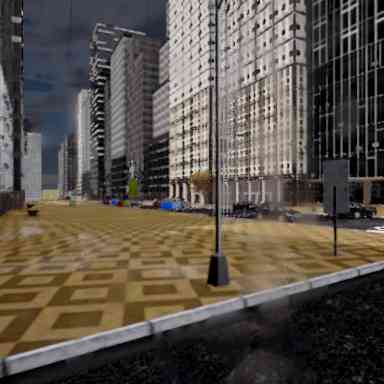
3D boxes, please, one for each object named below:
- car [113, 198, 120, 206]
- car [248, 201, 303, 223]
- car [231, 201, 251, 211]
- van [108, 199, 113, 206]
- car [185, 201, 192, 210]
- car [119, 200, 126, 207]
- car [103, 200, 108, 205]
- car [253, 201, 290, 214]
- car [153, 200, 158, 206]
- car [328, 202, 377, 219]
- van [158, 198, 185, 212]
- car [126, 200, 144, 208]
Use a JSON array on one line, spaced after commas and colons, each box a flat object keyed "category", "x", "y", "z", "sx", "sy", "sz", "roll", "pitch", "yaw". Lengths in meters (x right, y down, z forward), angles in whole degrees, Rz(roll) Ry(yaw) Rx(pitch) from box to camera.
[{"category": "car", "x": -15.113, "y": 2.474, "z": 72.028, "sx": 1.887, "sy": 1.381, "sz": 4.507, "roll": -1, "pitch": 0, "yaw": -26}, {"category": "car", "x": 6.831, "y": 1.635, "z": 26.412, "sx": 2.008, "sy": 1.369, "sz": 4.403, "roll": -1, "pitch": 0, "yaw": -26}, {"category": "car", "x": 7.068, "y": 1.894, "z": 45.251, "sx": 1.947, "sy": 1.339, "sz": 4.313, "roll": -1, "pitch": 0, "yaw": -26}, {"category": "van", "x": -17.556, "y": 2.368, "z": 77.097, "sx": 1.690, "sy": 1.788, "sz": 3.998, "roll": -1, "pitch": 0, "yaw": -26}, {"category": "car", "x": -1.610, "y": 2.007, "z": 50.037, "sx": 1.812, "sy": 1.442, "sz": 4.674, "roll": 0, "pitch": -1, "yaw": -25}, {"category": "car", "x": -12.602, "y": 2.354, "z": 66.807, "sx": 1.752, "sy": 1.417, "sz": 4.829, "roll": -1, "pitch": 0, "yaw": -26}, {"category": "car", "x": -22.427, "y": 2.769, "z": 87.233, "sx": 1.887, "sy": 1.381, "sz": 4.507, "roll": -1, "pitch": 0, "yaw": -26}, {"category": "car", "x": 9.506, "y": 1.802, "z": 40.183, "sx": 1.947, "sy": 1.339, "sz": 4.313, "roll": -1, "pitch": 0, "yaw": -26}, {"category": "car", "x": -7.561, "y": 2.481, "z": 75.662, "sx": 1.802, "sy": 1.307, "sz": 4.206, "roll": -1, "pitch": 0, "yaw": -26}, {"category": "car", "x": 14.382, "y": 1.606, "z": 30.045, "sx": 2.008, "sy": 1.369, "sz": 4.403, "roll": -1, "pitch": 0, "yaw": -26}, {"category": "van", "x": -2.928, "y": 1.792, "z": 46.688, "sx": 1.690, "sy": 1.788, "sz": 3.998, "roll": -1, "pitch": 0, "yaw": -26}, {"category": "car", "x": -10.237, "y": 2.286, "z": 61.891, "sx": 2.008, "sy": 1.369, "sz": 4.403, "roll": -1, "pitch": 0, "yaw": -26}]
